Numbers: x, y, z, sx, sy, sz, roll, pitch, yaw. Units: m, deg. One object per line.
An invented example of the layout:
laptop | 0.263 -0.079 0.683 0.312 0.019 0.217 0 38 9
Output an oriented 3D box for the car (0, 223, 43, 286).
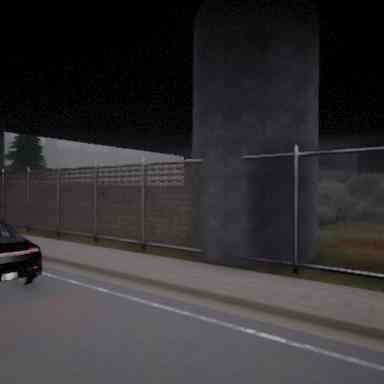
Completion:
car | -5.576 1.457 8.115 4.902 1.511 2.128 1 0 37
